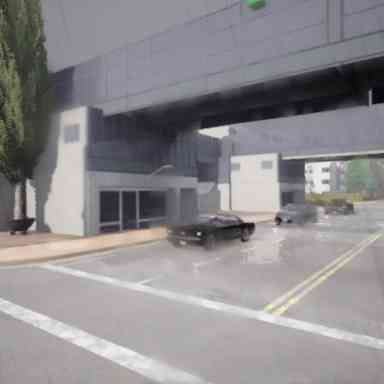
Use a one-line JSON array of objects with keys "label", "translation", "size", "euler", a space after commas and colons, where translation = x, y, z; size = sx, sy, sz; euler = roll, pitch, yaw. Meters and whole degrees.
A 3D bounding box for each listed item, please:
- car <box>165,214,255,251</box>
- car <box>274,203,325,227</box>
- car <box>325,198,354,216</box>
[{"label": "car", "translation": [0.941, 1.658, 14.604], "size": [1.895, 1.301, 4.718], "euler": [-1, 0, 36]}, {"label": "car", "translation": [7.416, 1.548, 23.433], "size": [2.128, 1.511, 4.902], "euler": [-1, 0, 36]}, {"label": "car", "translation": [14.906, 1.410, 33.655], "size": [2.097, 1.767, 4.553], "euler": [-1, -1, 35]}]
